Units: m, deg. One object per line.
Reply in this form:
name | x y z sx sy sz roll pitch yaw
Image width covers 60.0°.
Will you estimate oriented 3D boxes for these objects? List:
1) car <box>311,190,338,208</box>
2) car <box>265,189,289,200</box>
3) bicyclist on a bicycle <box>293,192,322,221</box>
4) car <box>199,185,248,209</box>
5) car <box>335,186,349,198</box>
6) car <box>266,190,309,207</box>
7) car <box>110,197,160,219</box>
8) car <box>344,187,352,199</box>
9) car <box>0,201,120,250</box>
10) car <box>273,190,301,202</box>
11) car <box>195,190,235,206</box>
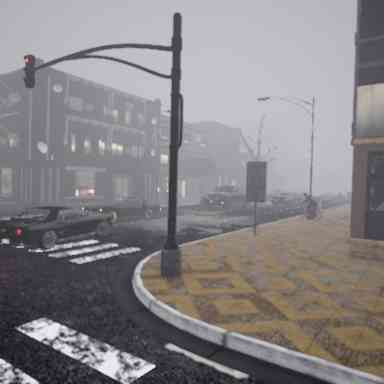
car | 12.670 0.766 33.053 2.008 1.369 4.403 3 3 35
car | 12.129 0.316 47.223 1.802 1.307 4.206 4 3 35
bicyclist on a bicycle | 6.794 0.854 19.584 1.656 1.620 0.582 2 2 35
car | 3.181 0.372 29.696 2.150 2.045 5.566 2 2 35
car | 24.079 0.250 54.277 1.812 1.442 4.674 2 2 35
car | 9.699 0.691 33.526 2.033 1.411 5.357 2 2 34
car | -4.058 0.962 19.289 1.895 1.301 4.718 2 2 35
car | 25.439 0.381 51.667 1.887 1.381 4.507 3 3 35
car | -4.938 1.177 12.341 1.895 1.301 4.718 2 2 21
car | 12.247 0.486 42.744 1.895 1.301 4.718 2 2 35
car | 2.410 0.564 33.359 2.008 1.369 4.403 4 3 35
